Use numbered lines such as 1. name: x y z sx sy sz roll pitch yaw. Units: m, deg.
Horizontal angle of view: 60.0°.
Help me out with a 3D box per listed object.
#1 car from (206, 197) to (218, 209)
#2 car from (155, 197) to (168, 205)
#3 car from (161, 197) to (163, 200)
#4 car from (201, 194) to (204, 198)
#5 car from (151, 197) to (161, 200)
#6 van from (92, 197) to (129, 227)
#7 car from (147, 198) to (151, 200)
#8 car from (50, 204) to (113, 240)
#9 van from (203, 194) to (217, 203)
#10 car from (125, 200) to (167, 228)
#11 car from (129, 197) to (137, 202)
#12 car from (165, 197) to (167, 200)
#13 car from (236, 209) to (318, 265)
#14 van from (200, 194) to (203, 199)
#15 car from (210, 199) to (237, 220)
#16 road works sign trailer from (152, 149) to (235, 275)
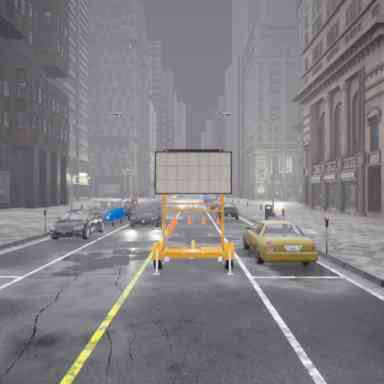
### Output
1. car: 2.944 1.587 39.010 1.802 1.307 4.206 0 0 0
2. car: -5.511 1.554 61.165 1.887 1.381 4.507 0 0 0
3. car: -5.556 1.551 50.115 1.887 1.381 4.507 0 0 0
4. car: 3.044 1.554 61.110 1.887 1.381 4.507 0 0 0
5. car: -5.580 1.531 44.420 1.752 1.417 4.829 0 0 0
6. van: -5.670 1.343 22.488 1.690 1.788 3.998 0 0 0
7. car: -5.625 1.549 33.539 1.887 1.381 4.507 0 0 0
8. car: -5.694 1.552 16.962 2.008 1.369 4.403 0 0 0
9. van: 2.995 1.348 50.061 1.690 1.788 3.998 0 0 0
10. car: -2.904 1.507 22.239 1.837 1.490 4.892 0 0 0
11. car: -5.647 1.318 28.013 2.192 1.841 5.009 0 0 0
12. car: -5.533 1.552 55.640 1.887 1.381 4.507 0 0 0
13. car: 2.820 1.527 11.556 1.752 1.417 4.829 0 0 0
14. van: 3.070 1.352 66.635 1.690 1.788 3.998 0 0 0
15. car: 2.894 1.554 27.961 2.008 1.369 4.403 0 0 0
16. road works sign trailer: 0.045 0.465 10.436 2.380 3.560 2.880 0 0 0
